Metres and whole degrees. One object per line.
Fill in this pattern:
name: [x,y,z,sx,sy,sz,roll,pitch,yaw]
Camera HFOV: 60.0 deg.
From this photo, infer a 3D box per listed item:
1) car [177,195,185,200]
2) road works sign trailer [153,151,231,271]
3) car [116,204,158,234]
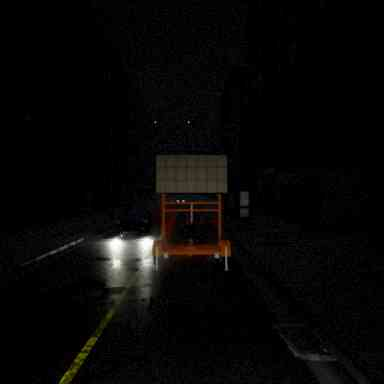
car: [-3.093,1.555,91.788,1.812,1.442,4.674,0,0,0]
road works sign trailer: [-0.011,0.467,10.918,2.380,3.560,2.880,0,0,0]
car: [-3.120,1.486,19.558,1.882,1.535,5.008,0,0,0]
